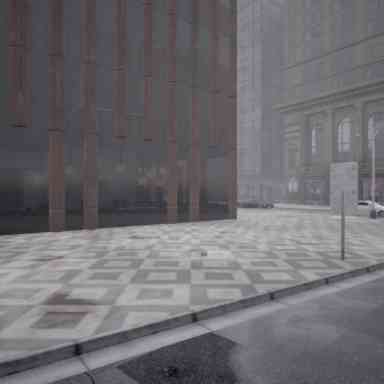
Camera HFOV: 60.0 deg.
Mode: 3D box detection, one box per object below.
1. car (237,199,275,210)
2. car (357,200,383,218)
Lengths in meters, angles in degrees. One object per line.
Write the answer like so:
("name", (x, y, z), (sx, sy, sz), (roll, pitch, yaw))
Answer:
("car", (7.557, 1.512, 39.731), (1.895, 1.301, 4.718), (0, 0, -36))
("car", (15.315, 1.474, 28.996), (1.812, 1.442, 4.674), (0, 0, -37))
